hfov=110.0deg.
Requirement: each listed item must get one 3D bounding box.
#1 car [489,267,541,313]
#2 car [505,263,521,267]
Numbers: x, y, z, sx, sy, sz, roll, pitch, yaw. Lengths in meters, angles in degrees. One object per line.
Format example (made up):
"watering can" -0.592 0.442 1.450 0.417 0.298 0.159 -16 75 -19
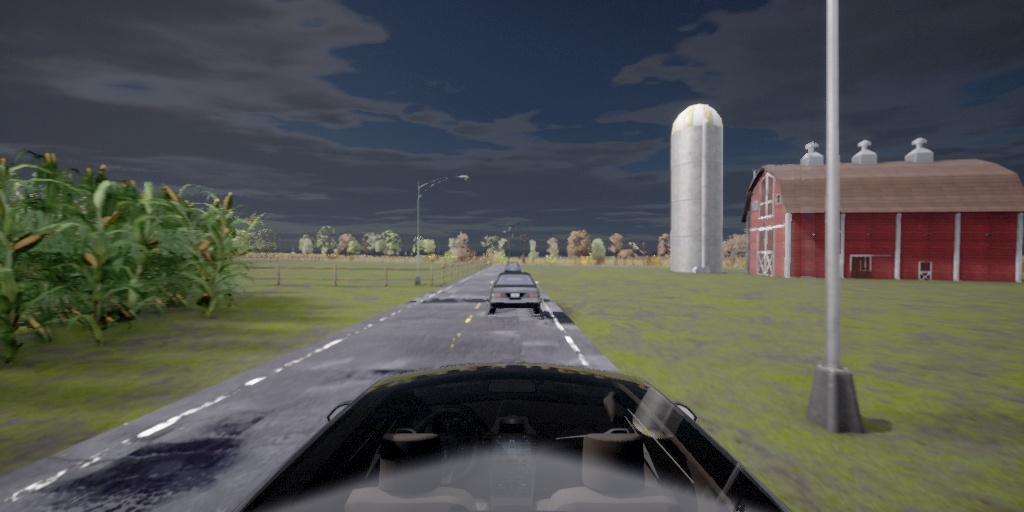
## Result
"car" 0.099 1.335 14.195 2.033 1.411 5.357 0 0 0
"car" 0.097 1.449 41.977 1.994 1.385 4.181 0 0 0
